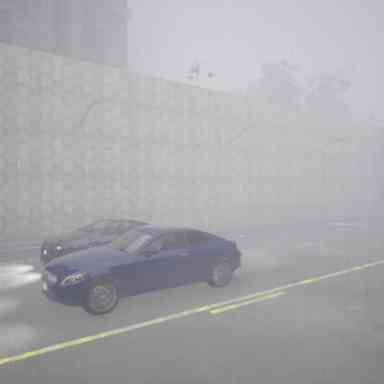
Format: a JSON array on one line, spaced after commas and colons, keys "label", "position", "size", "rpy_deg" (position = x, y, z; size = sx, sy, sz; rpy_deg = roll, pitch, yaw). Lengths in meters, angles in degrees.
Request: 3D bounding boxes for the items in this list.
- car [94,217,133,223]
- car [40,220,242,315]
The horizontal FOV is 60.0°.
[{"label": "car", "position": [-2.590, 1.544, 10.741], "size": [4.181, 1.385, 1.994], "rpy_deg": [0, 0, -35]}, {"label": "car", "position": [-0.881, 1.508, 7.645], "size": [4.674, 1.442, 1.812], "rpy_deg": [0, 0, -36]}]
